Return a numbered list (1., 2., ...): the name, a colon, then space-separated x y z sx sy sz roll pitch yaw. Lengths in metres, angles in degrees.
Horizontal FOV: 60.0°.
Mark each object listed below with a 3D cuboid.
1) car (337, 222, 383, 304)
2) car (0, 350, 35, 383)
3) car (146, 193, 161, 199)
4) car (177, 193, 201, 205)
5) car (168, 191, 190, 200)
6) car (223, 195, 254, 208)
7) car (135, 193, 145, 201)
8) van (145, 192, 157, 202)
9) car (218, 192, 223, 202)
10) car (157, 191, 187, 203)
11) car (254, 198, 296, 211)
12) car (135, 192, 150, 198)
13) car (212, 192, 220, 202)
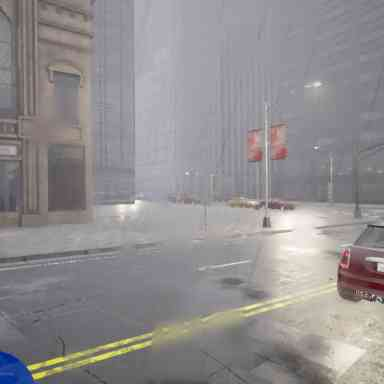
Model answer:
1. car: 5.125 1.350 7.015 4.553 1.767 2.097 0 0 -35
2. car: -3.246 1.478 1.156 5.008 1.535 1.882 0 0 -35
3. car: -9.280 0.925 79.813 1.802 1.307 4.206 0 1 -35
4. car: 0.006 1.258 51.935 1.887 1.381 4.507 0 1 -35
5. car: -2.781 0.770 70.628 2.192 1.841 5.009 0 1 -35
6. car: 6.603 1.336 42.614 1.752 1.417 4.829 0 1 -35
7. car: -9.743 1.108 65.708 2.008 1.369 4.403 0 1 -35
8. van: -6.492 0.952 61.116 1.690 1.788 3.998 0 1 -35
9. car: 6.966 1.177 56.858 1.947 1.339 4.313 0 1 -35
10. car: -3.243 0.978 56.524 2.192 1.841 5.009 0 1 -35
11. car: 9.755 1.400 38.161 1.887 1.381 4.507 0 1 -35
12. car: -12.530 0.831 84.403 1.887 1.381 4.507 0 1 -35
13. car: 3.717 0.876 61.447 2.192 1.841 5.009 0 1 -35
